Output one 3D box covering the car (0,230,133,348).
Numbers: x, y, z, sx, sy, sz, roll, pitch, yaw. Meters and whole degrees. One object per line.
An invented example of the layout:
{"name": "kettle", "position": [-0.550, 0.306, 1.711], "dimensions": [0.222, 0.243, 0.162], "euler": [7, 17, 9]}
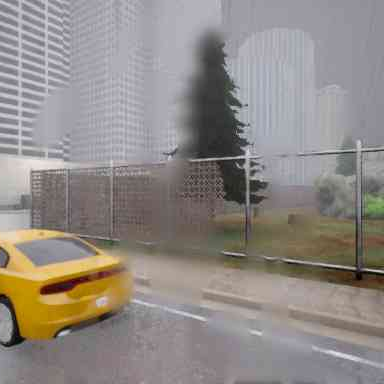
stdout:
{"name": "car", "position": [-3.341, 1.478, 6.372], "dimensions": [5.008, 1.535, 1.882], "euler": [0, 0, 35]}
